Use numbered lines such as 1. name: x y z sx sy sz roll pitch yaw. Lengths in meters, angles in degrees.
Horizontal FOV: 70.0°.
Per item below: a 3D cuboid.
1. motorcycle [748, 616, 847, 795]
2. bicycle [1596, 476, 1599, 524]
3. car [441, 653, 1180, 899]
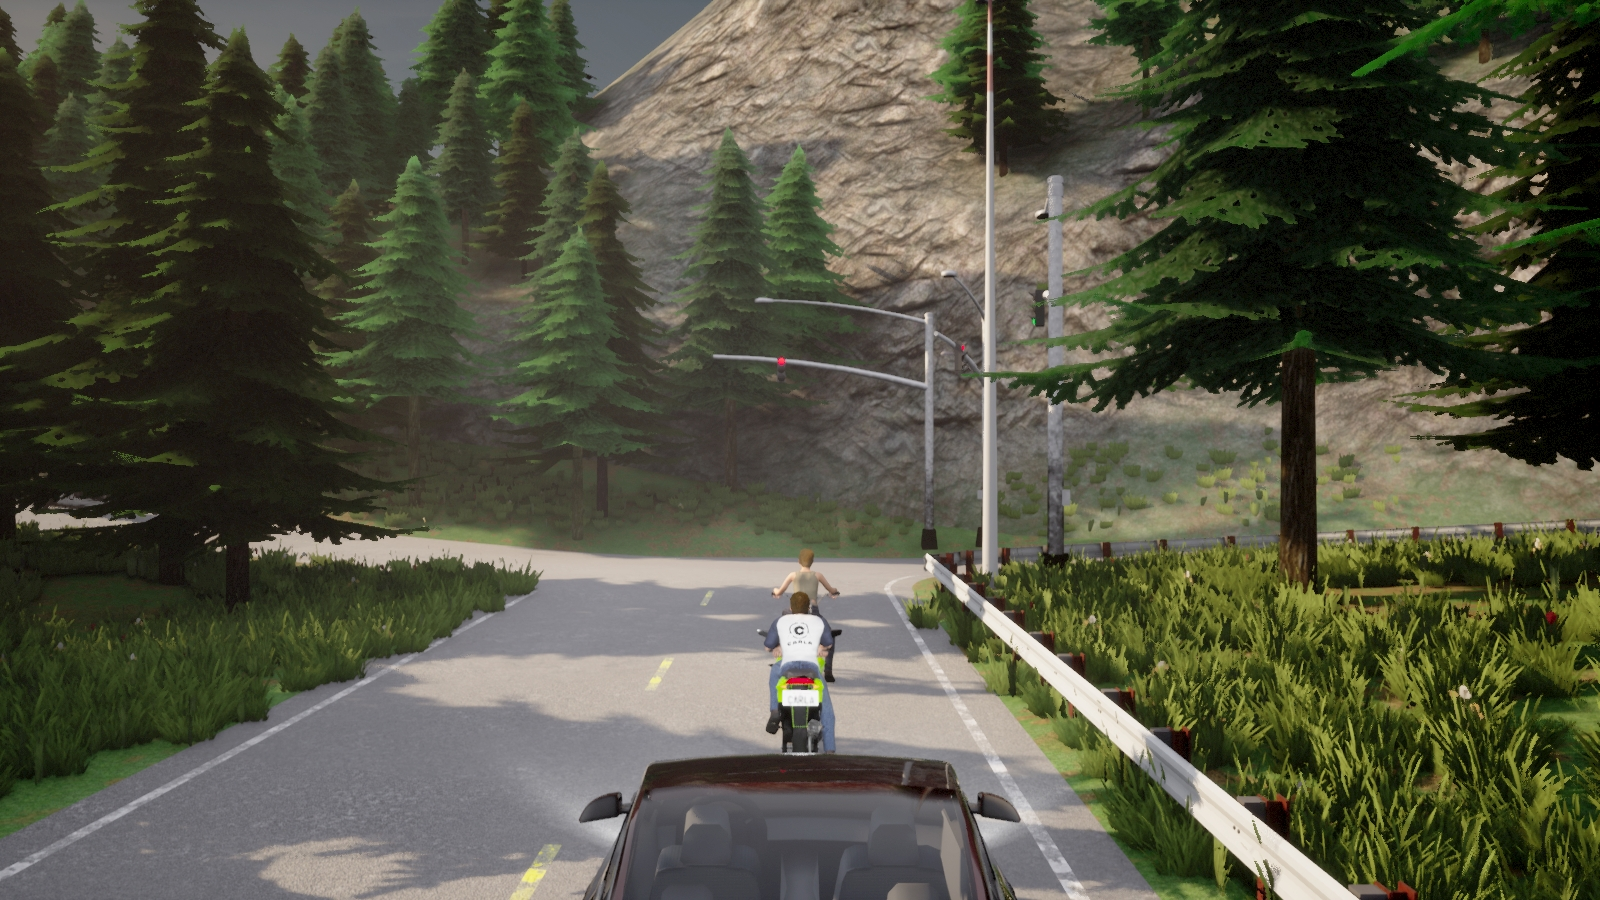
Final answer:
1. motorcycle: -0.020 2.212 10.238 0.803 1.145 2.033 0 0 0
2. bicycle: 21.727 1.353 29.474 1.835 1.471 0.329 -5 -2 26
3. car: 0.029 2.062 5.012 2.163 1.488 4.792 0 0 0
